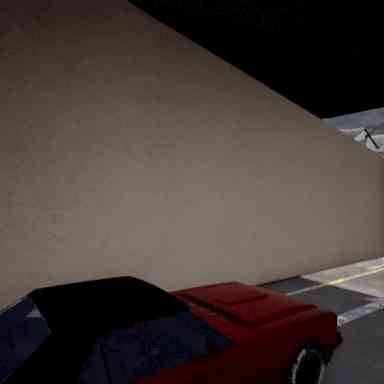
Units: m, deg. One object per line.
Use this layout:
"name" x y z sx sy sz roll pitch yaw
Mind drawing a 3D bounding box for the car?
"car" -0.521 1.611 3.410 4.718 1.301 1.895 0 0 -35
